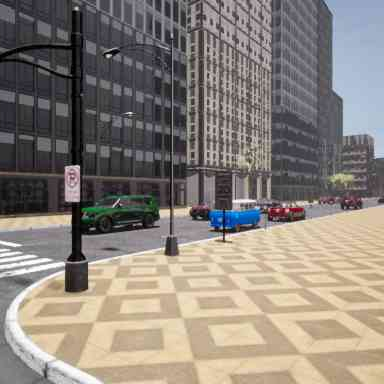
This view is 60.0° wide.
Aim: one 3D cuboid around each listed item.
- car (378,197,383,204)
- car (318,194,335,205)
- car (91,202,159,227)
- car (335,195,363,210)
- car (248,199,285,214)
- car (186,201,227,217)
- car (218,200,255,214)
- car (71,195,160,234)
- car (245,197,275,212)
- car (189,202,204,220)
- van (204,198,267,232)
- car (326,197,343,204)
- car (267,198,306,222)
[{"bbox_3d":[38.347,1.658,66.425,1.947,1.339,4.313,0,0,38],"label":"car"},{"bbox_3d":[25.306,1.380,62.450,2.192,1.841,5.009,0,0,38],"label":"car"},{"bbox_3d":[-4.657,1.540,23.941,1.752,1.417,4.829,0,0,38],"label":"car"},{"bbox_3d":[21.323,1.368,44.426,2.192,1.841,5.009,0,0,38],"label":"car"},{"bbox_3d":[8.224,1.523,36.322,2.128,1.511,4.902,0,0,38],"label":"car"},{"bbox_3d":[1.471,1.603,31.648,1.802,1.307,4.206,0,0,38],"label":"car"},{"bbox_3d":[4.876,1.570,36.049,1.887,1.381,4.507,0,0,38],"label":"car"},{"bbox_3d":[-4.380,1.238,20.019,2.150,2.045,5.566,0,0,39],"label":"car"},{"bbox_3d":[8.281,1.471,40.449,1.967,1.590,4.097,0,0,38],"label":"car"},{"bbox_3d":[1.837,1.624,28.086,1.895,1.301,4.718,0,0,38],"label":"car"},{"bbox_3d":[2.723,1.368,20.209,1.690,1.788,3.998,0,0,38],"label":"van"},{"bbox_3d":[28.711,1.624,66.849,2.008,1.369,4.403,0,0,38],"label":"car"},{"bbox_3d":[7.703,1.472,26.825,1.967,1.590,4.097,0,0,38],"label":"car"}]
